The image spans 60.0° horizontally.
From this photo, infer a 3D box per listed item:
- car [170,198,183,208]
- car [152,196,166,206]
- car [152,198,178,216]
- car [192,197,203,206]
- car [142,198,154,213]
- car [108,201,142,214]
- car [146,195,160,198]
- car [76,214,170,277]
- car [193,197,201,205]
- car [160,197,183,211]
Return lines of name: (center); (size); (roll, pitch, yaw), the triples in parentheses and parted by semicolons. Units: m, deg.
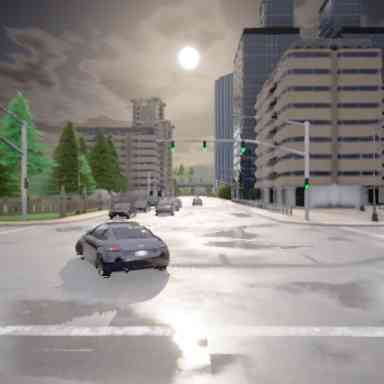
car: (-2.579, 1.829, 55.435); (1.837, 1.490, 4.892); (0, 0, 1)
car: (-6.013, 1.712, 61.651); (2.097, 1.767, 4.553); (0, 0, 1)
car: (-2.848, 1.715, 35.900); (1.837, 1.490, 4.892); (0, 0, 1)
car: (1.004, 1.934, 63.245); (1.994, 1.385, 4.181); (0, 0, 1)
car: (-6.292, 1.790, 41.484); (2.033, 1.411, 5.357); (0, 0, 1)
car: (-6.391, 1.731, 31.411); (2.033, 1.411, 5.357); (0, 0, 1)
car: (-6.149, 1.524, 51.662); (2.150, 2.045, 5.566); (0, 0, 1)
car: (-2.346, 1.627, 10.696); (1.994, 1.385, 4.181); (0, -1, -29)
car: (1.095, 1.929, 73.194); (1.837, 1.490, 4.892); (0, 0, 1)
car: (-2.746, 1.616, 45.025); (2.097, 1.767, 4.553); (0, 0, 1)
